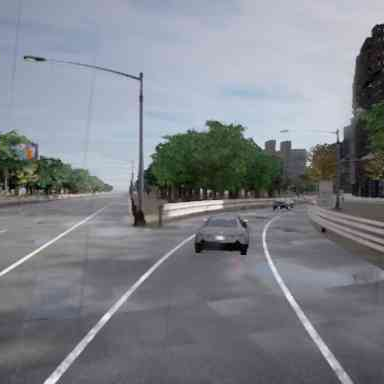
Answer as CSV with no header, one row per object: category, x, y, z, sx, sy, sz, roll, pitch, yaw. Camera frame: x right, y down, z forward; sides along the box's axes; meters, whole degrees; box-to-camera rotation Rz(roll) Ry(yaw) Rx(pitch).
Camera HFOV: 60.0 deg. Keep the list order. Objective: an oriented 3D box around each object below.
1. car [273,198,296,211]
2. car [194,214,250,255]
car,11.687,1.554,41.958,1.837,1.490,4.892,0,0,30
car,1.335,1.577,13.579,1.994,1.385,4.181,0,0,10
